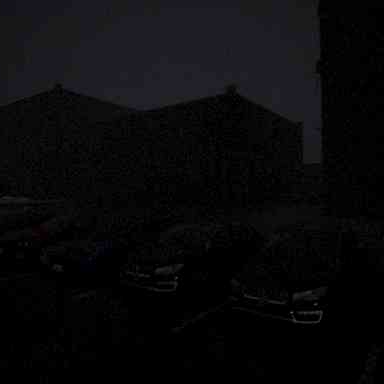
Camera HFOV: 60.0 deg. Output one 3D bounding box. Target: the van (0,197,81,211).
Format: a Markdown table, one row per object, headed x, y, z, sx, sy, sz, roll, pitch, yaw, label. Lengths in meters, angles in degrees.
| x | y | z | sx | sy | sz | roll | pitch | yaw | label |
| --- | --- | --- | --- | --- | --- | --- | --- | --- | --- |
| -6.297 | 1.270 | 13.587 | 1.878 | 1.987 | 4.442 | 0 | 0 | 36 | van |

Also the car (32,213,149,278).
| x | y | z | sx | sy | sz | roll | pitch | yaw | label |
| --- | --- | --- | --- | --- | --- | --- | --- | --- | --- |
| -1.992 | 1.509 | 10.338 | 2.163 | 1.488 | 4.792 | 0 | 0 | 35 | car |

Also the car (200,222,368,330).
| x | y | z | sx | sy | sz | roll | pitch | yaw | label |
| --- | --- | --- | --- | --- | --- | --- | --- | --- | --- |
| 2.517 | 1.478 | 7.166 | 2.231 | 1.521 | 4.892 | 0 | 0 | 35 | car |

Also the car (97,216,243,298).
| x | y | z | sx | sy | sz | roll | pitch | yaw | label |
| --- | --- | --- | --- | --- | --- | --- | --- | --- | --- |
| 0.273 | 1.478 | 8.768 | 2.231 | 1.521 | 4.892 | 0 | 0 | 35 | car |

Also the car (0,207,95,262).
| x | y | z | sx | sy | sz | roll | pitch | yaw | label |
| --- | --- | --- | --- | --- | --- | --- | --- | --- | --- |
| -4.215 | 1.486 | 11.967 | 2.097 | 1.535 | 5.008 | 0 | 0 | 35 | car |
